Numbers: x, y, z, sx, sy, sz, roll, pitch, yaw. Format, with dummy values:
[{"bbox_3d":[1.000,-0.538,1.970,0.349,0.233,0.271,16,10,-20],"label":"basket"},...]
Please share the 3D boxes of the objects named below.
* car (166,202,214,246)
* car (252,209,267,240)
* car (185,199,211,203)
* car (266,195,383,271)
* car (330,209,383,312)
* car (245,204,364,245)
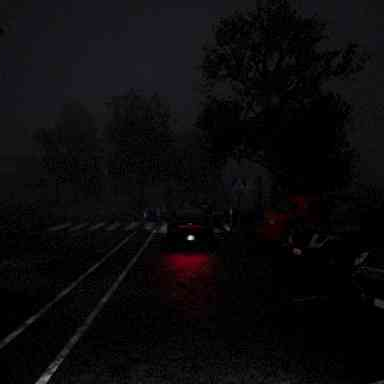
[{"bbox_3d":[-0.091,1.397,14.589,1.837,1.490,4.892,0,1,-1],"label":"car"},{"bbox_3d":[5.238,1.151,12.374,5.566,2.045,2.435,1,0,-21],"label":"car"},{"bbox_3d":[0.754,1.329,30.050,1.994,1.385,4.181,2,0,10],"label":"car"},{"bbox_3d":[5.236,1.179,9.372,5.566,2.045,2.435,1,1,-21],"label":"car"},{"bbox_3d":[5.325,1.332,6.428,4.553,1.767,2.185,1,1,-21],"label":"car"},{"bbox_3d":[5.146,1.376,15.336,4.892,1.521,2.231,1,0,-22],"label":"car"}]
